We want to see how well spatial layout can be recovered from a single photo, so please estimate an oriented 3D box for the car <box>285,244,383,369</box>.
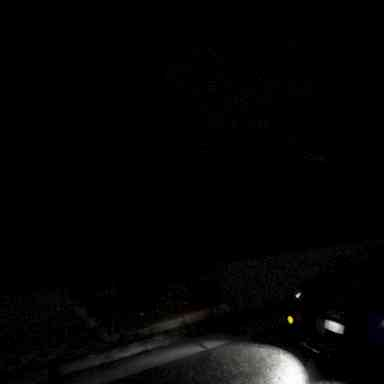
[{"bbox_3d":[3.504,1.620,5.566,4.181,1.385,1.994,1,0,-35],"label":"car"}]
